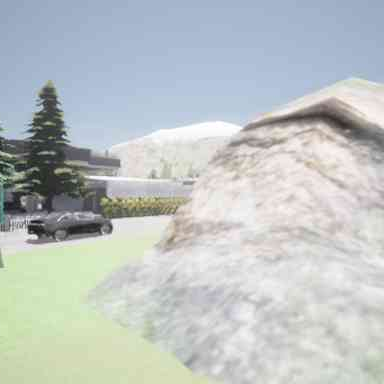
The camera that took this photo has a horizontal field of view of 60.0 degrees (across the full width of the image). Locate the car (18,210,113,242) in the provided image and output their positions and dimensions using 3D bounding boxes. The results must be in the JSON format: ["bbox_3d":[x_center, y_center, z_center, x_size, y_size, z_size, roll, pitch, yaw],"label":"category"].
[{"bbox_3d":[-6.724,1.850,18.923,2.128,1.511,4.902,-1,0,37],"label":"car"}]

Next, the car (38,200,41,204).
[{"bbox_3d":[-19.190,2.042,36.229,2.242,1.667,4.611,-1,0,35],"label":"car"}]

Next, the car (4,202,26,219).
[{"bbox_3d":[-17.088,1.817,29.415,1.905,1.878,3.866,-1,0,35],"label":"car"}]

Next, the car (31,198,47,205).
[{"bbox_3d":[-37.486,2.298,81.466,3.633,1.501,1.845,-1,0,35],"label":"car"}]
